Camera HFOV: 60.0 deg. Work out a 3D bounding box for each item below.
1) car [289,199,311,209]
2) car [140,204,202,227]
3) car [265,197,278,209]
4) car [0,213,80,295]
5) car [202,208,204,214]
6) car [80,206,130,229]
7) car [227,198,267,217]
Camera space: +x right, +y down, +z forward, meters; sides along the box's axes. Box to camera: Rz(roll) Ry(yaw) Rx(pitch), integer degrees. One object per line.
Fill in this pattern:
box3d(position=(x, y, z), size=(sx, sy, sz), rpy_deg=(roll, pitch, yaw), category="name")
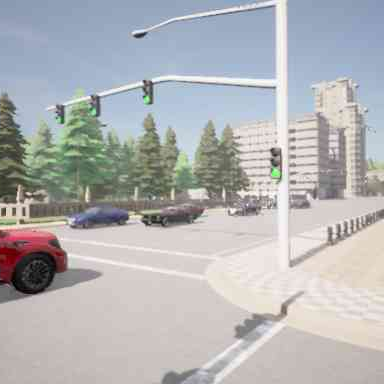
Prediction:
box3d(position=(15.505, 1.690, 47.861), size=(2.033, 1.411, 5.357), rpy_deg=(-1, 0, 36), category="car")
box3d(position=(-1.566, 1.746, 24.093), size=(1.895, 1.301, 4.718), rpy_deg=(-1, 0, 36), category="car")
box3d(position=(11.042, 1.528, 47.683), size=(2.097, 1.767, 4.553), rpy_deg=(-1, 0, 36), category="car")
box3d(position=(-5.394, 1.307, 6.714), size=(2.150, 2.045, 5.566), rpy_deg=(-1, 0, 37), category="car")
box3d(position=(-0.884, 1.779, 31.067), size=(1.895, 1.301, 4.718), rpy_deg=(-1, 0, 36), category="car")
box3d(position=(-6.463, 1.705, 23.269), size=(1.812, 1.442, 4.674), rpy_deg=(-1, 0, 38), category="car")
box3d(position=(5.296, 1.636, 33.695), size=(2.128, 1.511, 4.902), rpy_deg=(-1, 0, 36), category="car")
